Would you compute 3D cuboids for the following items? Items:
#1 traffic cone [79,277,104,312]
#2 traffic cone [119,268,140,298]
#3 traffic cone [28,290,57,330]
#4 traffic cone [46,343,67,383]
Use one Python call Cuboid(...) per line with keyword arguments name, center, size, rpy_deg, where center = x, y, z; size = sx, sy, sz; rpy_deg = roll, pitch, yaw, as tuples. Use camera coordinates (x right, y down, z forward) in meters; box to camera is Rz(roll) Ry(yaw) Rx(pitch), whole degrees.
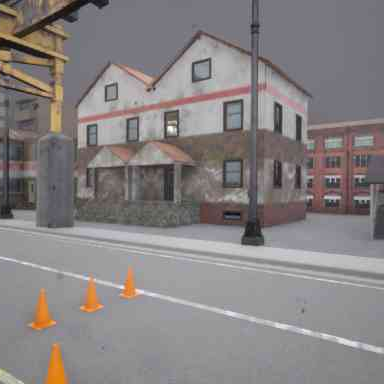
Cuboid(name="traffic cone", center=(-1.940, 1.949, 6.424), size=(0.340, 0.580, 0.340), rpy_deg=(0, 0, 36))
Cuboid(name="traffic cone", center=(-1.355, 1.949, 7.235), size=(0.340, 0.580, 0.340), rpy_deg=(0, 0, 36))
Cuboid(name="traffic cone", center=(-2.525, 1.949, 5.613), size=(0.340, 0.580, 0.340), rpy_deg=(0, 0, 36))
Cuboid(name="traffic cone", center=(-1.488, 1.952, 3.632), size=(0.340, 0.580, 0.340), rpy_deg=(0, 0, 36))
